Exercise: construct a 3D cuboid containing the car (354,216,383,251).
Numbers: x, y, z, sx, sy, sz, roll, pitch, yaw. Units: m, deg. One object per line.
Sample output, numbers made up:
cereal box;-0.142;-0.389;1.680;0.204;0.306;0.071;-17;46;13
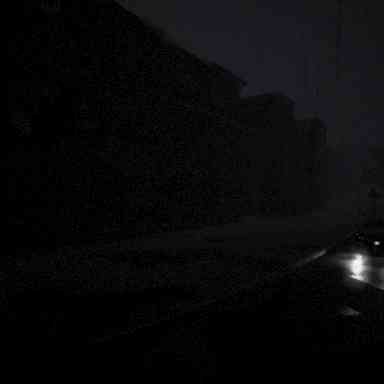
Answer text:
car;9.010;1.936;15.774;1.837;1.490;4.892;-1;-2;34
